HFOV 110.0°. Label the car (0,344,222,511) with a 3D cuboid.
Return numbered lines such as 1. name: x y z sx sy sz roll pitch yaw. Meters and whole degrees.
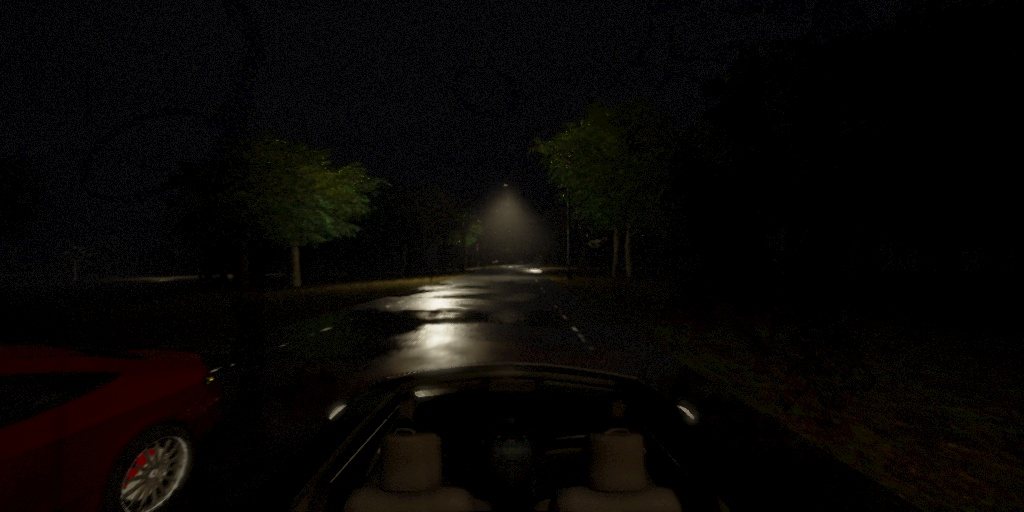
1. car: -3.597 1.266 1.451 1.812 1.442 4.674 0 -1 0
